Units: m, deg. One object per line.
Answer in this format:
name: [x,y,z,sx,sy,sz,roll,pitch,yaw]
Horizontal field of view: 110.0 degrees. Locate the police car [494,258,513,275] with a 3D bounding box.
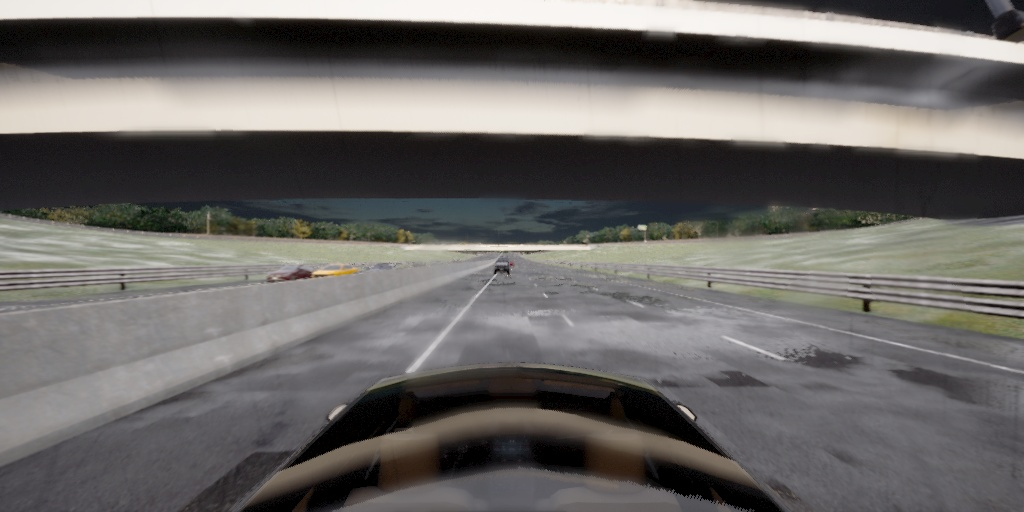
police car: [-1.212,1.391,43.949,1.930,1.638,5.238,0,0,0]

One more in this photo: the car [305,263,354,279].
car: [-14.148,1.348,28.983,1.882,1.535,5.008,0,0,0]

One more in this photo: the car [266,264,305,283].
car: [-17.647,1.398,29.002,1.812,1.442,4.674,0,0,0]

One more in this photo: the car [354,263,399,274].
car: [-10.649,1.362,29.427,2.128,1.511,4.902,0,0,0]
